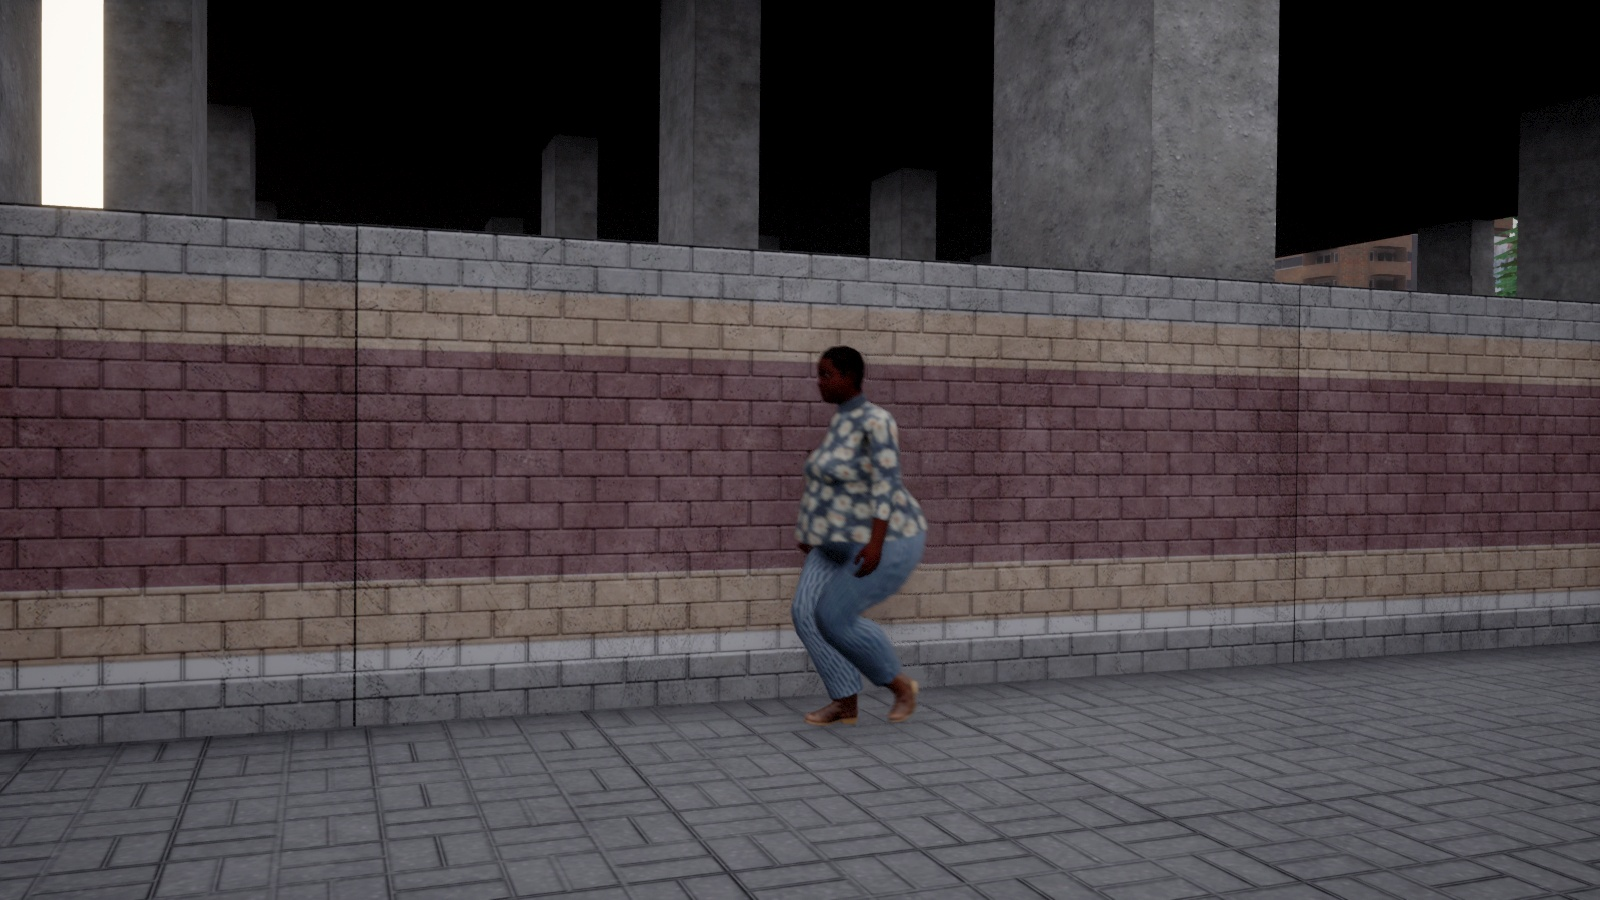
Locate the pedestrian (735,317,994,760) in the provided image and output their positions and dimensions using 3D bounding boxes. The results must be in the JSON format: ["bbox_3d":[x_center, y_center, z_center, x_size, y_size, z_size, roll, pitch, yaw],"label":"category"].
[{"bbox_3d":[0.277,0.361,5.829,0.900,1.855,0.874,-1,1,-22],"label":"pedestrian"}]
